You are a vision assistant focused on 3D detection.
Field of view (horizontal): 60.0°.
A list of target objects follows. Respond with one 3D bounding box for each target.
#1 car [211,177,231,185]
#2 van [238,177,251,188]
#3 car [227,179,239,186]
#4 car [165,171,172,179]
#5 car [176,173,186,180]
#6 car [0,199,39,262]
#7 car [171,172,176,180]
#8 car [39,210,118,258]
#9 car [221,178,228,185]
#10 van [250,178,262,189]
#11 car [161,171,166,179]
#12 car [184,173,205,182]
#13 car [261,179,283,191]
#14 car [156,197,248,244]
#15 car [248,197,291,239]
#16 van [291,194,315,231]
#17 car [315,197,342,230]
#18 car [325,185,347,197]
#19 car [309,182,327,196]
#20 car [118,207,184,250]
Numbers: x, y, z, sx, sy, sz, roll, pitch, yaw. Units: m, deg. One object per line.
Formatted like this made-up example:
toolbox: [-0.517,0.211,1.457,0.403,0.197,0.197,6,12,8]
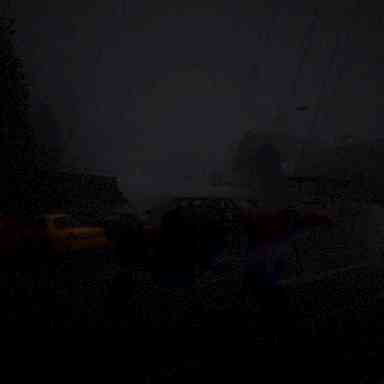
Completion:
car: [6.301,-2.315,71.988,2.002,1.452,4.674,7,3,35]
van: [11.451,-1.762,64.475,1.878,1.987,4.442,7,4,35]
car: [9.876,-1.810,67.206,1.946,1.575,5.366,7,3,35]
car: [-4.182,-4.083,86.692,2.185,1.767,4.553,4,1,33]
car: [-0.657,-3.697,81.757,2.435,2.045,5.566,7,3,34]
car: [-7.854,1.240,10.949,5.566,2.045,2.435,-1,-1,35]
car: [-2.451,-3.849,84.222,2.185,1.767,4.553,6,3,34]
car: [-5.534,1.496,12.777,5.366,1.575,1.946,-1,-1,35]
car: [8.044,-2.041,69.526,2.002,1.452,4.674,7,3,35]
van: [13.180,-1.488,62.004,1.878,1.987,4.442,7,4,35]
car: [-5.954,-4.361,89.039,2.435,2.045,5.566,1,-1,34]
car: [1.195,-3.174,79.498,1.946,1.575,5.366,7,3,34]
car: [14.941,-0.990,59.642,2.231,1.521,4.892,7,3,35]
car: [-0.501,1.257,16.163,5.566,2.045,2.435,-1,-1,35]
car: [2.012,1.262,17.868,5.566,2.045,2.435,-1,-1,35]
van: [4.550,1.292,19.539,4.442,1.987,1.878,-1,-1,35]
car: [6.959,1.399,21.290,4.553,1.767,2.185,-1,-1,35]
car: [21.844,0.139,49.786,2.002,1.452,4.674,7,3,35]
car: [20.152,-0.423,52.258,2.435,2.045,5.566,7,3,35]
car: [-2.928,1.542,14.405,4.674,1.452,2.002,-1,-1,35]
